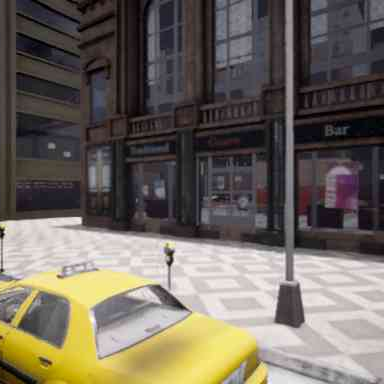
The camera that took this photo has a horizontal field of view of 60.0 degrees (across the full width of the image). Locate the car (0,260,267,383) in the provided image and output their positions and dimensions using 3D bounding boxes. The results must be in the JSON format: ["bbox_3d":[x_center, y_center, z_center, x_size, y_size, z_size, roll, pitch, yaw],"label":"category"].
[{"bbox_3d":[-1.560,1.528,4.073,4.829,1.417,1.752,0,0,35],"label":"car"}]
